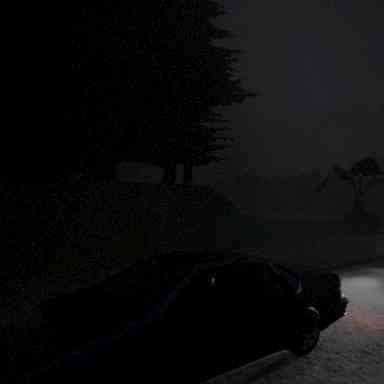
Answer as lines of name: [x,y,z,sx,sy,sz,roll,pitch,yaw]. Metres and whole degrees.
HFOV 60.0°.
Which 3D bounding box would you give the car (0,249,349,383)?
car: [0.021,1.576,4.619,5.357,1.411,2.033,1,0,-36]
